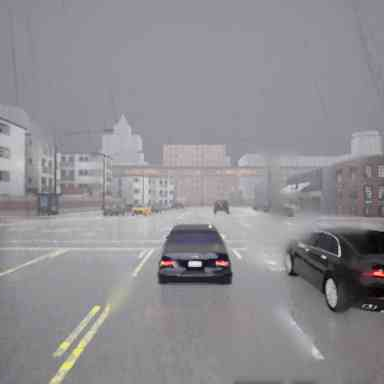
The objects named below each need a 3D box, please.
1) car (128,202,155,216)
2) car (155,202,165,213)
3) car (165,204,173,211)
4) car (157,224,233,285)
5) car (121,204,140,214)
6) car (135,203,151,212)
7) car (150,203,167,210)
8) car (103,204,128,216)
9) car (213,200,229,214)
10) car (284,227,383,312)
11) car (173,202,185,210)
[{"bbox_3d":[-6.591,2.326,43.671,1.882,1.535,5.008,0,-1,3],"label":"car"},{"bbox_3d":[-6.114,2.422,52.641,2.097,1.767,4.553,0,-1,4],"label":"car"},{"bbox_3d":[-5.359,2.916,62.545,1.895,1.301,4.718,0,-1,7],"label":"car"},{"bbox_3d":[0.062,1.646,9.766,2.033,1.411,5.357,0,-1,0],"label":"car"},{"bbox_3d":[-9.667,2.593,52.519,1.812,1.442,4.674,0,-1,5],"label":"car"},{"bbox_3d":[-8.955,2.795,61.523,1.837,1.490,4.892,0,-1,6],"label":"car"},{"bbox_3d":[-7.211,3.134,71.571,1.895,1.301,4.718,0,-1,18],"label":"car"},{"bbox_3d":[-10.107,2.368,43.431,1.812,1.442,4.674,0,-1,3],"label":"car"},{"bbox_3d":[4.496,2.257,51.279,2.150,2.045,5.566,0,-1,3],"label":"car"},{"bbox_3d":[3.591,1.580,7.828,1.837,1.490,4.892,0,-1,0],"label":"car"},{"bbox_3d":[-3.132,3.061,72.502,1.837,1.490,4.892,-1,-2,22],"label":"car"}]
